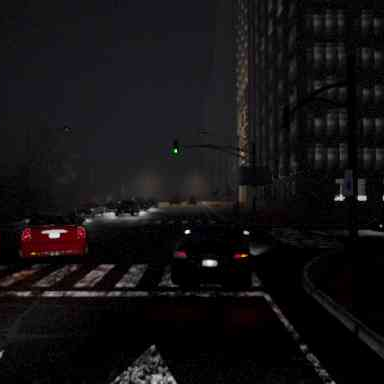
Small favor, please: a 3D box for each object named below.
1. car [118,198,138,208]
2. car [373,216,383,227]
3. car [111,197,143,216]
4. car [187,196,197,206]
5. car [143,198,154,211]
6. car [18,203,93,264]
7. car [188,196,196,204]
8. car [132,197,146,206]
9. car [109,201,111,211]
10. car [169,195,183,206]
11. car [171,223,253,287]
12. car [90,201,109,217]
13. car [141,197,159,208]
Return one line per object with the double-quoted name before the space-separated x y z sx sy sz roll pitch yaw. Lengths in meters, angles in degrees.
"car" -9.768 1.692 51.510 2.128 1.511 4.902 0 0 0
"car" 13.452 1.540 19.070 5.357 1.411 2.033 0 -2 -1
"car" -6.592 1.613 34.116 1.837 1.490 4.892 0 0 0
"car" -0.010 1.824 62.549 2.033 1.411 5.357 0 0 0
"car" -6.571 1.754 43.373 1.895 1.301 4.718 0 0 1
"car" -5.066 1.380 12.319 2.097 1.767 4.553 0 0 -22
"car" -0.012 1.711 72.971 1.882 1.535 5.008 0 0 0
"car" -9.760 1.748 61.784 1.882 1.535 5.008 0 0 0
"car" -9.828 1.744 41.479 1.895 1.301 4.718 0 0 0
"car" -3.260 1.754 62.549 1.882 1.535 5.008 0 0 0
"car" 0.691 1.585 9.525 1.994 1.385 4.181 0 0 8
"car" -9.847 1.701 32.313 1.895 1.301 4.718 0 0 0
"car" -6.509 1.707 53.844 2.128 1.511 4.902 0 0 0
